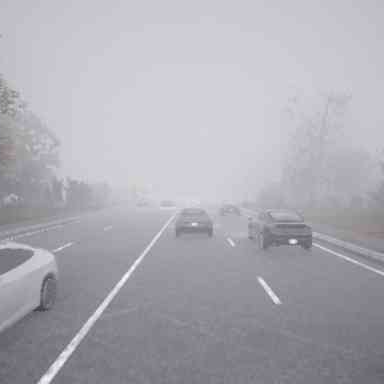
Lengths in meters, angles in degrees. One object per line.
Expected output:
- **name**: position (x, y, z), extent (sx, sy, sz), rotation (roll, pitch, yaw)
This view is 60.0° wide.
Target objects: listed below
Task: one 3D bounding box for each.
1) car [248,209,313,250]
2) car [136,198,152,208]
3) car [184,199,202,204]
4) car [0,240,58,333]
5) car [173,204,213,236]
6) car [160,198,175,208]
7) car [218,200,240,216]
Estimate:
- **car**: position (3.603, 1.504, 14.257), extent (1.837, 1.490, 4.892), rotation (0, 0, 0)
- **car**: position (-7.049, 1.547, 49.336), extent (2.033, 1.411, 5.357), rotation (0, 0, 0)
- **car**: position (0.127, 1.525, 36.099), extent (1.812, 1.442, 4.674), rotation (0, 0, 0)
- **car**: position (-3.598, 1.526, 5.005), extent (1.812, 1.442, 4.674), rotation (0, 0, 0)
- **car**: position (0.109, 1.564, 18.511), extent (1.994, 1.385, 4.181), rotation (0, 0, 0)
- **car**: position (-3.550, 1.564, 49.276), extent (1.994, 1.385, 4.181), rotation (0, 0, 0)
- **car**: position (3.612, 1.525, 32.868), extent (1.812, 1.442, 4.674), rotation (0, 0, 0)
